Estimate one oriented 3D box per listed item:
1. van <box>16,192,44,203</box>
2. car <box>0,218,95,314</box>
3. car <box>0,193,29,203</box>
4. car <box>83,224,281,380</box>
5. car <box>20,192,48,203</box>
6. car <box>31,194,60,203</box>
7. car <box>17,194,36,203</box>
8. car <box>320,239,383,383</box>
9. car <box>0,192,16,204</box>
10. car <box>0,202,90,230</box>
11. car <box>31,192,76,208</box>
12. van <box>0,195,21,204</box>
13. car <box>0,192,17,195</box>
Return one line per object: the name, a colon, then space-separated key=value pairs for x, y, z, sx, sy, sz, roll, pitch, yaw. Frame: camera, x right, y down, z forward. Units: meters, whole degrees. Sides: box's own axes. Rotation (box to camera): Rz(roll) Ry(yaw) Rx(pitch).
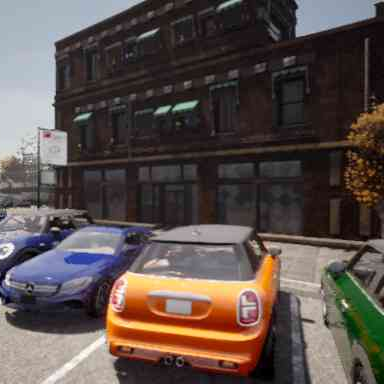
van: x=-30.144 y=1.030 z=61.847 sx=4.442 sy=1.987 sz=1.878 roll=-1 pitch=0 yaw=14
car: x=-1.996 y=1.497 z=7.605 sx=2.002 sy=1.452 sz=4.674 roll=1 pitch=0 yaw=16
car: x=-31.759 y=1.131 z=59.337 sx=4.553 sy=1.767 sz=2.185 roll=-1 pitch=-1 yaw=14
car: x=0.425 y=1.343 z=5.818 sx=2.185 sy=1.767 sz=4.553 roll=0 pitch=-1 yaw=16
car: x=-21.238 y=1.064 z=44.648 sx=5.566 sy=2.045 sz=2.435 roll=1 pitch=1 yaw=14
car: x=-28.334 y=1.255 z=64.325 sx=4.892 sy=1.521 sz=2.231 roll=-1 pitch=-1 yaw=14
car: x=-22.904 y=1.346 z=42.193 sx=4.792 sy=1.488 sz=2.163 roll=1 pitch=1 yaw=14
car: x=2.859 y=1.356 z=4.062 sx=2.185 sy=1.767 sz=4.553 roll=0 pitch=-1 yaw=16
car: x=-33.401 y=1.005 z=56.829 sx=5.566 sy=2.045 sz=2.435 roll=-1 pitch=-1 yaw=14
car: x=-4.417 y=1.320 z=9.390 sx=2.185 sy=1.767 sz=4.553 roll=1 pitch=0 yaw=16
car: x=-19.573 y=1.064 z=47.094 sx=5.566 sy=2.045 sz=2.435 roll=1 pitch=1 yaw=14
van: x=-9.282 y=1.198 z=12.985 sx=1.878 sy=1.987 sz=4.442 roll=0 pitch=-1 yaw=16
car: x=-24.510 y=1.067 z=39.757 sx=5.566 sy=2.045 sz=2.435 roll=1 pitch=0 yaw=14
